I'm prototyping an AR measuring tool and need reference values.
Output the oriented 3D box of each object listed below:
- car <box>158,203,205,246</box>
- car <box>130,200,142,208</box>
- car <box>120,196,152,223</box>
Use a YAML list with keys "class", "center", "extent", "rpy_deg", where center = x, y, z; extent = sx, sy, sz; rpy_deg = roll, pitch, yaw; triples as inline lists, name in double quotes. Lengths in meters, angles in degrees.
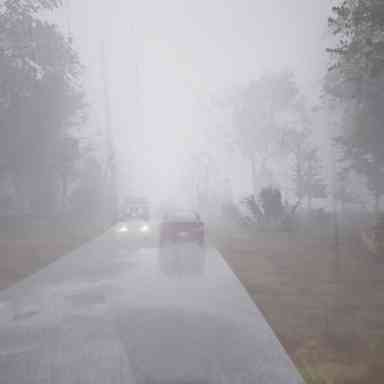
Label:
- class: "car"
  center: [-0.503, 1.503, 15.436]
  extent: [1.882, 1.535, 5.008]
  rpy_deg: [0, 0, -4]
- class: "car"
  center: [-11.441, 2.360, 67.483]
  extent: [2.128, 1.511, 4.902]
  rpy_deg: [1, -1, -11]
- class: "car"
  center: [-4.429, 1.320, 26.517]
  extent: [2.150, 2.045, 5.566]
  rpy_deg: [1, -1, -6]
